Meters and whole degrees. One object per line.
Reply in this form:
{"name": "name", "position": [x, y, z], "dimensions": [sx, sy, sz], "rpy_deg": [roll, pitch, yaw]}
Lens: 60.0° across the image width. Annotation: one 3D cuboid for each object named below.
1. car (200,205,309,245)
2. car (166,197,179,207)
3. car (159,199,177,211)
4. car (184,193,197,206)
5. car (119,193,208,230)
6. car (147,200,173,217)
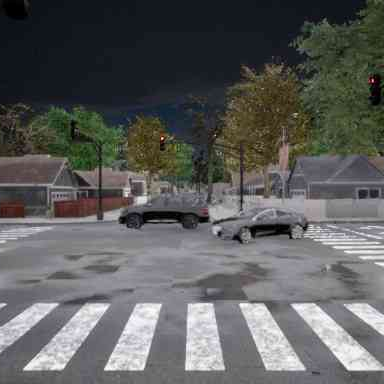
{"name": "car", "position": [3.144, 1.466, 15.387], "dimensions": [4.902, 1.511, 2.128], "rpy_deg": [0, -1, -27]}
{"name": "car", "position": [-3.024, 1.567, 52.977], "dimensions": [1.812, 1.442, 4.674], "rpy_deg": [0, 0, 0]}
{"name": "car", "position": [-3.006, 1.593, 42.727], "dimensions": [1.994, 1.385, 4.181], "rpy_deg": [0, 0, 0]}
{"name": "car", "position": [-0.171, 1.267, 56.824], "dimensions": [2.150, 2.045, 5.566], "rpy_deg": [0, 0, 0]}
{"name": "car", "position": [-1.629, 1.230, 20.477], "dimensions": [5.566, 2.045, 2.150], "rpy_deg": [0, 0, 1]}
{"name": "car", "position": [-3.027, 1.566, 32.838], "dimensions": [2.033, 1.411, 5.357], "rpy_deg": [0, 0, 0]}
